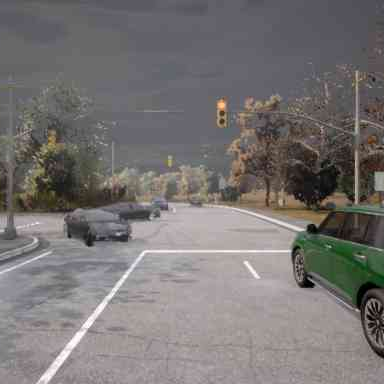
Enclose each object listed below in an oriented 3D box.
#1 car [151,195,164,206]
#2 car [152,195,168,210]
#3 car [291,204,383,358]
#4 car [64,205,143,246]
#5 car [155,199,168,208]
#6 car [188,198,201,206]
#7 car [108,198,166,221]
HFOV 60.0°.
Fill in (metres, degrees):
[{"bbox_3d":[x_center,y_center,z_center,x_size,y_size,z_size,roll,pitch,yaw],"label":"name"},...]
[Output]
[{"bbox_3d":[-6.803,1.698,65.363,2.150,2.045,5.566,0,-1,-11],"label":"car"},{"bbox_3d":[-4.167,1.425,43.060,2.097,1.767,4.553,0,-1,-3],"label":"car"},{"bbox_3d":[3.581,1.221,6.105,2.150,2.045,5.566,0,0,0],"label":"car"},{"bbox_3d":[-4.431,1.507,15.398,1.837,1.490,4.892,4,-3,-37],"label":"car"},{"bbox_3d":[-4.960,1.766,53.263,2.033,1.411,5.357,0,-1,-6],"label":"car"},{"bbox_3d":[0.477,1.937,65.214,2.128,1.511,4.902,0,-1,-11],"label":"car"},{"bbox_3d":[-4.837,1.507,25.843,4.892,1.490,1.837,-1,2,-32],"label":"car"}]
